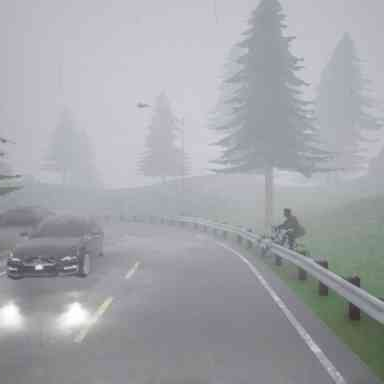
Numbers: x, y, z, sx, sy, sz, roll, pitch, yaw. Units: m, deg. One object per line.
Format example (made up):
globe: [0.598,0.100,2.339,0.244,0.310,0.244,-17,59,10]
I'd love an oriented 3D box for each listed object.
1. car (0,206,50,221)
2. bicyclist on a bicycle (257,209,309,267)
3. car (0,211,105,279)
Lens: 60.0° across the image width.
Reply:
car: [-10.066,1.569,20.947,4.181,1.385,1.994,0,0,20]
bicyclist on a bicycle: [2.839,1.334,9.978,1.656,1.620,0.582,14,-3,-3]
car: [-3.828,1.505,10.136,1.837,1.490,4.892,0,0,-7]
